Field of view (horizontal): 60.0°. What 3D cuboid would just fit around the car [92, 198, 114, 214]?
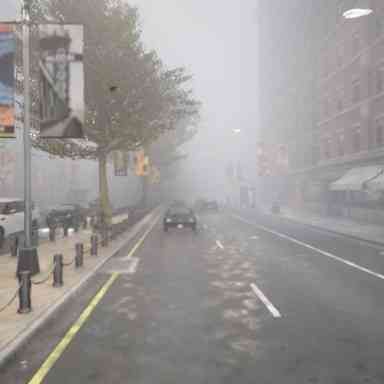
[{"bbox_3d":[-9.542,1.426,34.545,2.097,1.767,4.553,-1,0,-2],"label":"car"}]

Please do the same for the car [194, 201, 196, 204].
[{"bbox_3d":[1.441,1.533,47.966,1.994,1.385,4.181,-1,0,-2],"label":"car"}]

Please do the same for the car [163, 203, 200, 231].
[{"bbox_3d":[-0.766,1.600,20.773,1.895,1.301,4.718,-1,0,-3],"label":"car"}]

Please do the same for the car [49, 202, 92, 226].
[{"bbox_3d":[-9.133,1.600,24.613,1.812,1.442,4.674,-1,0,-2],"label":"car"}]

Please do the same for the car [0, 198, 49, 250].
[{"bbox_3d":[-8.714,1.295,14.849,2.150,2.045,5.566,-1,0,-2],"label":"car"}]

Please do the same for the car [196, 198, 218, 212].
[{"bbox_3d":[1.862,1.446,38.200,1.882,1.535,5.008,-1,0,-3],"label":"car"}]

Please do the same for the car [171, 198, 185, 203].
[{"bbox_3d":[-1.954,1.525,46.960,1.812,1.442,4.674,-1,0,-2],"label":"car"}]
